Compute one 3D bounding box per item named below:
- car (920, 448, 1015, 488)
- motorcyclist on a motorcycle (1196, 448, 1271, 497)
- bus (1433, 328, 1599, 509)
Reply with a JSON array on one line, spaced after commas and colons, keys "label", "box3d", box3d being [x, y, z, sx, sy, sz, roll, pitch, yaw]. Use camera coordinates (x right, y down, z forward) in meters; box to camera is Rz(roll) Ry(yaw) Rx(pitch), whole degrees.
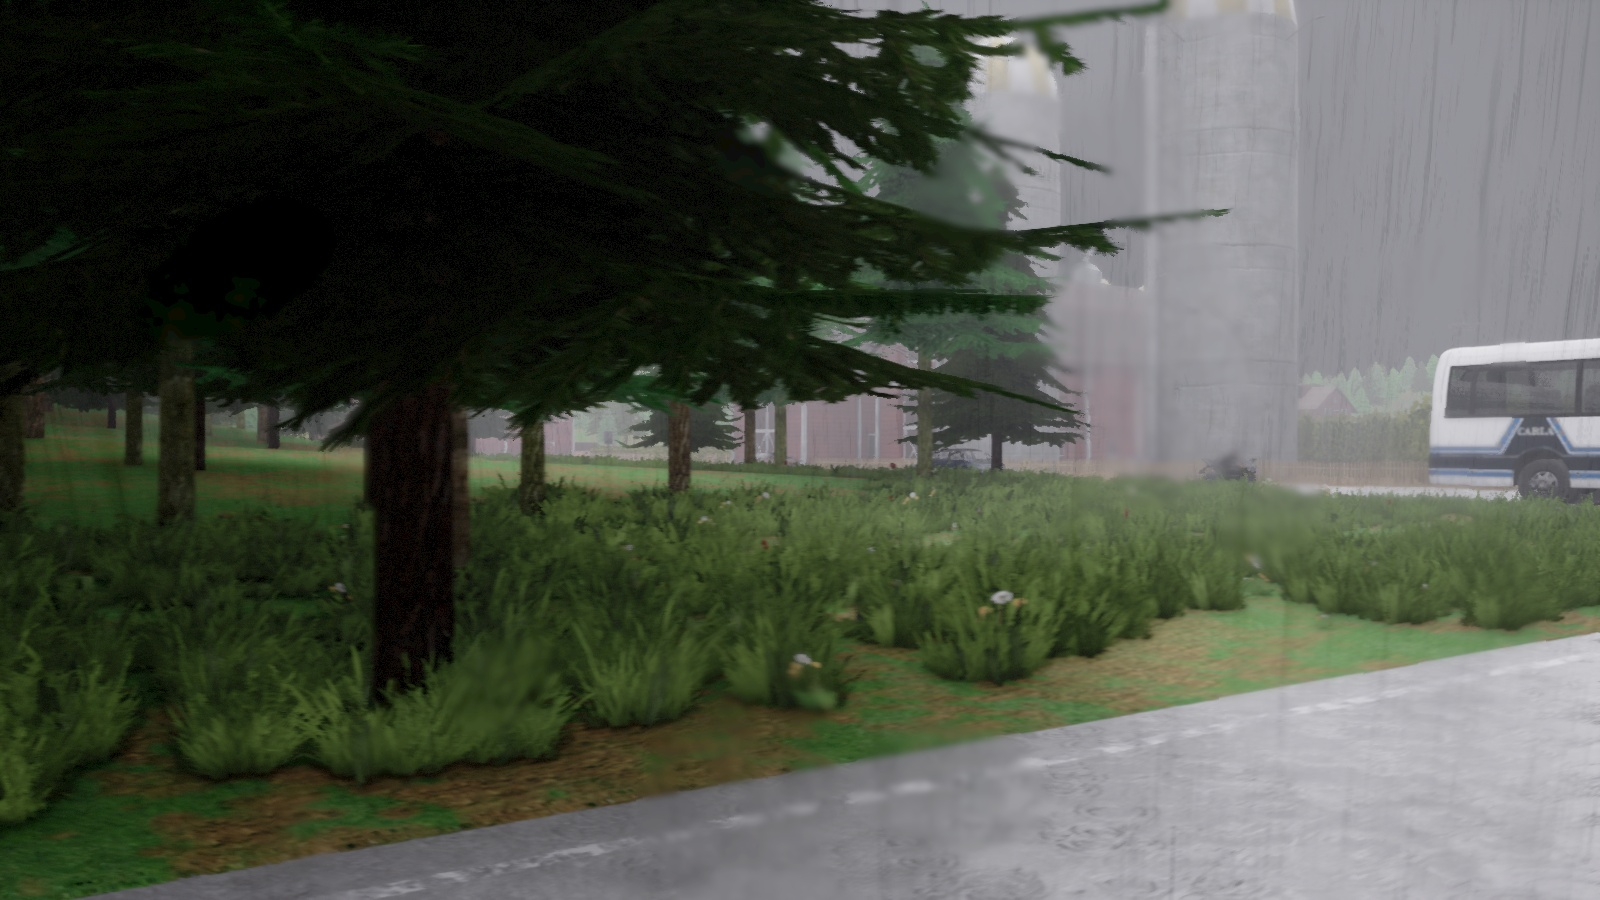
[{"label": "car", "box3d": [6.745, 0.694, 50.851, 1.789, 1.549, 3.705, 0, 0, -34]}, {"label": "motorcyclist on a motorcycle", "box3d": [13.909, 0.709, 40.347, 0.866, 1.530, 2.191, 0, 0, -34]}, {"label": "bus", "box3d": [21.112, -0.743, 29.785, 3.944, 4.253, 10.273, 0, 0, -34]}]
